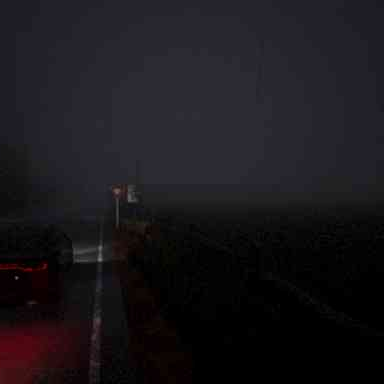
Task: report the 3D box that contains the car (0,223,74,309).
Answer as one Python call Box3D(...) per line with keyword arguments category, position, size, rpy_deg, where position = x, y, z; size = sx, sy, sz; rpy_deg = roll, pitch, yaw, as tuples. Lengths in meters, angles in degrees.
Box3D(category="car", position=(-3.977, 1.477, 7.918), size=(1.882, 1.535, 5.008), rpy_deg=(0, 0, -15))
